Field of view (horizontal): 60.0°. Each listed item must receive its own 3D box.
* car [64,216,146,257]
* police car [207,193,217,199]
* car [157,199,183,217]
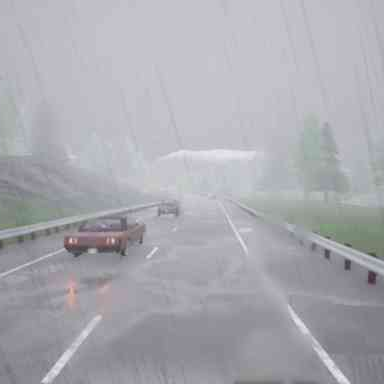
[{"bbox_3d":[-3.022,1.562,12.686,1.895,1.301,4.718,0,0,3],"label":"car"},{"bbox_3d":[5.728,1.186,90.840,1.930,1.638,5.238,0,0,1],"label":"police car"},{"bbox_3d":[-1.951,1.406,30.225,2.128,1.511,4.902,0,0,4],"label":"car"}]
